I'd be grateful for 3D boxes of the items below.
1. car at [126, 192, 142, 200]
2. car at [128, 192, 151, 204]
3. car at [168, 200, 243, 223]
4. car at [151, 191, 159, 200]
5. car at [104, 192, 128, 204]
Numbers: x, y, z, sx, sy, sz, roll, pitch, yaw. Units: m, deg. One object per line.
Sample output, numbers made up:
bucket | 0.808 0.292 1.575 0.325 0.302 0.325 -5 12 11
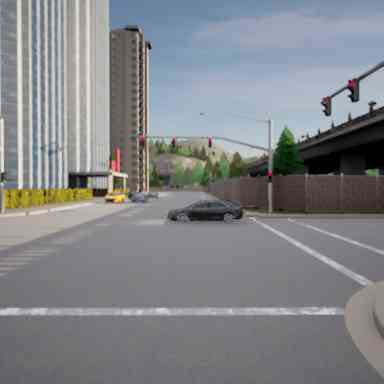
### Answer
car | -10.520 0.638 60.598 1.994 1.385 4.181 0 1 1
car | -7.067 0.835 45.207 1.812 1.442 4.674 0 1 0
car | 0.862 1.280 21.615 4.892 1.490 1.837 -1 1 0
car | -7.022 0.602 60.495 1.812 1.442 4.674 0 1 0
car | -10.564 0.783 45.450 1.882 1.535 5.008 0 1 0
